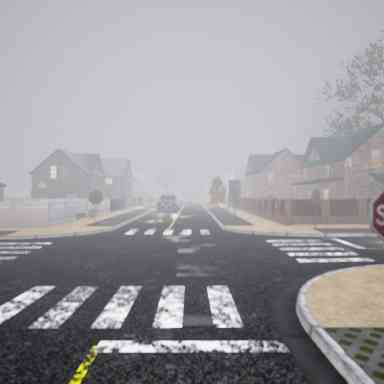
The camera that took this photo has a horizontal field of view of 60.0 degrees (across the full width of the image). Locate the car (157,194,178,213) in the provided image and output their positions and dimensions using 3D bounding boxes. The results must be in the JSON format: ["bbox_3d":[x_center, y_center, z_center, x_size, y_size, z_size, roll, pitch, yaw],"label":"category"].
[{"bbox_3d":[-2.778,1.286,38.568,2.150,2.045,5.566,0,0,0],"label":"car"}]
